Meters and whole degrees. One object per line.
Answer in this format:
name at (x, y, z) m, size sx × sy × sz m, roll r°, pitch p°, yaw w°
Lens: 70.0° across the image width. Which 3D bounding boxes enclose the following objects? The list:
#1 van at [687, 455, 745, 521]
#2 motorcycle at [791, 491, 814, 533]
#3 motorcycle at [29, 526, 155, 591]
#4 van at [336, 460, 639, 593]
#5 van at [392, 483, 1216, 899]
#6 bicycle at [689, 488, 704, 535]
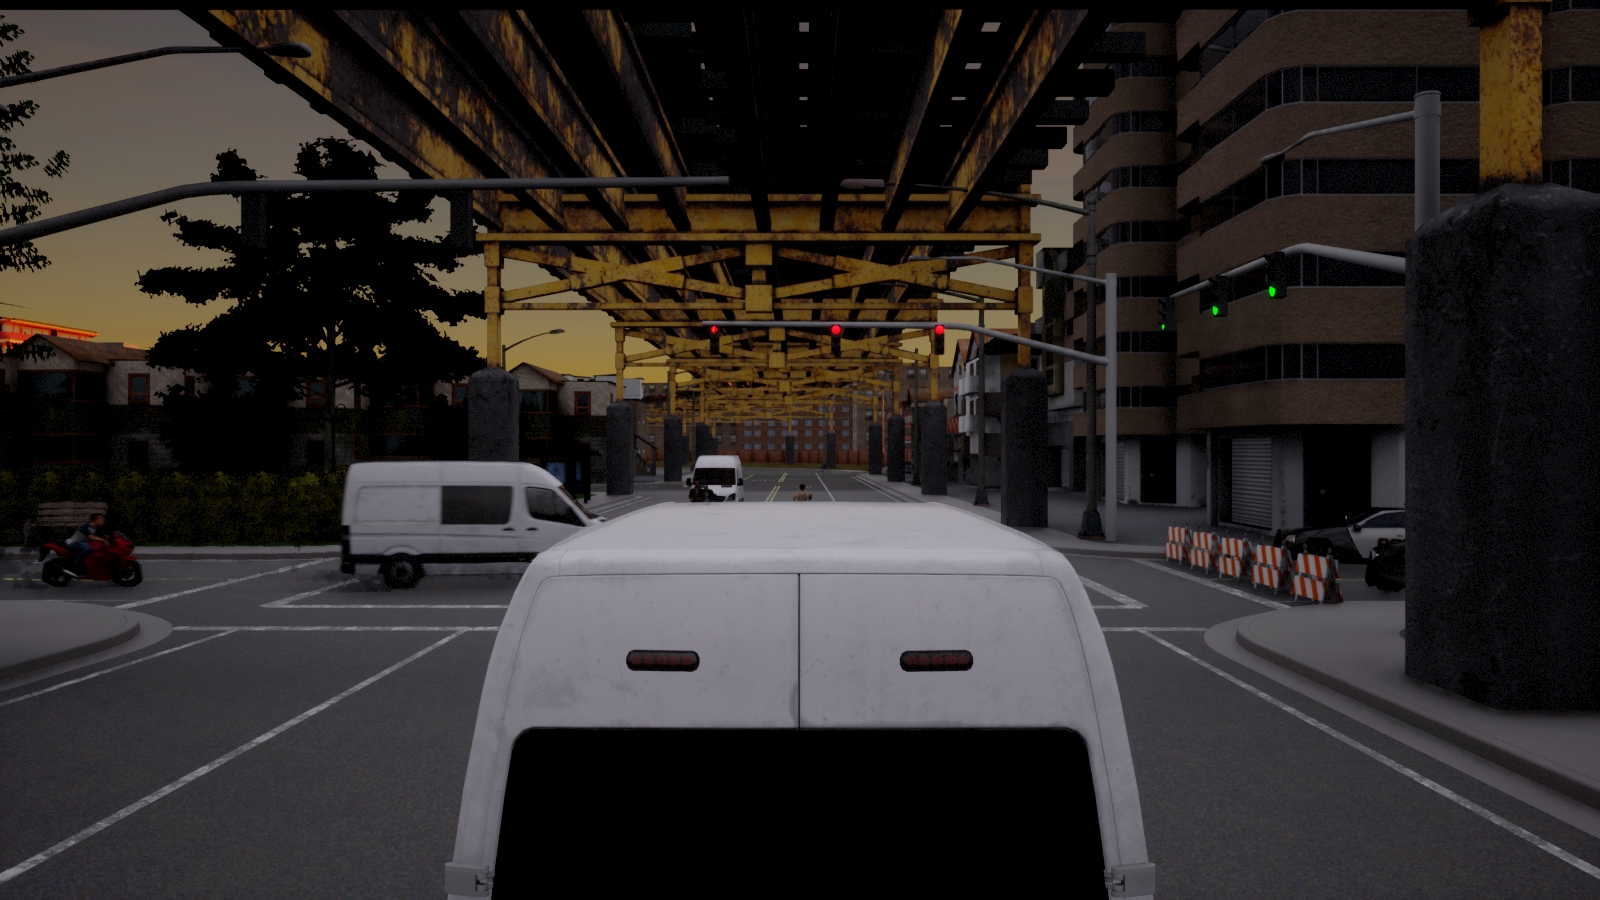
van at (-3.456, 1.514, 48.058) m, size 1.988 × 2.561 × 5.915 m, roll 0°, pitch 0°, yaw 0°
motorcycle at (0.084, 2.125, 39.469) m, size 0.764 × 1.332 × 2.356 m, roll 0°, pitch 0°, yaw 0°
motorcycle at (-14.223, 2.164, 23.000) m, size 2.033 × 1.224 × 0.803 m, roll 0°, pitch 0°, yaw -1°
van at (-6.449, 1.524, 24.071) m, size 5.915 × 2.561 × 1.988 m, roll 0°, pitch 1°, yaw -13°
van at (0.015, 1.531, 5.717) m, size 1.988 × 2.561 × 5.915 m, roll 0°, pitch 0°, yaw 0°
bicycle at (-3.463, 2.031, 38.264) m, size 0.329 × 1.496 × 1.835 m, roll 0°, pitch 0°, yaw 1°
